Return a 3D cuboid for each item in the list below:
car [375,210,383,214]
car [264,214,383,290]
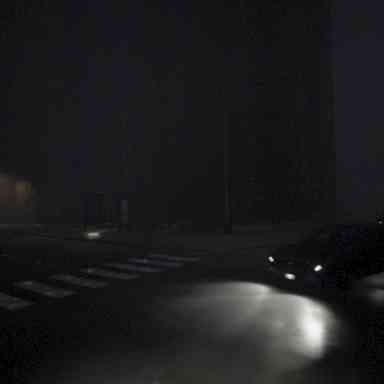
[{"bbox_3d":[11.447,1.479,18.332,1.837,1.490,4.892,-2,-1,38],"label":"car"},{"bbox_3d":[4.521,1.569,9.315,5.357,1.411,2.033,-1,-1,-33],"label":"car"}]
